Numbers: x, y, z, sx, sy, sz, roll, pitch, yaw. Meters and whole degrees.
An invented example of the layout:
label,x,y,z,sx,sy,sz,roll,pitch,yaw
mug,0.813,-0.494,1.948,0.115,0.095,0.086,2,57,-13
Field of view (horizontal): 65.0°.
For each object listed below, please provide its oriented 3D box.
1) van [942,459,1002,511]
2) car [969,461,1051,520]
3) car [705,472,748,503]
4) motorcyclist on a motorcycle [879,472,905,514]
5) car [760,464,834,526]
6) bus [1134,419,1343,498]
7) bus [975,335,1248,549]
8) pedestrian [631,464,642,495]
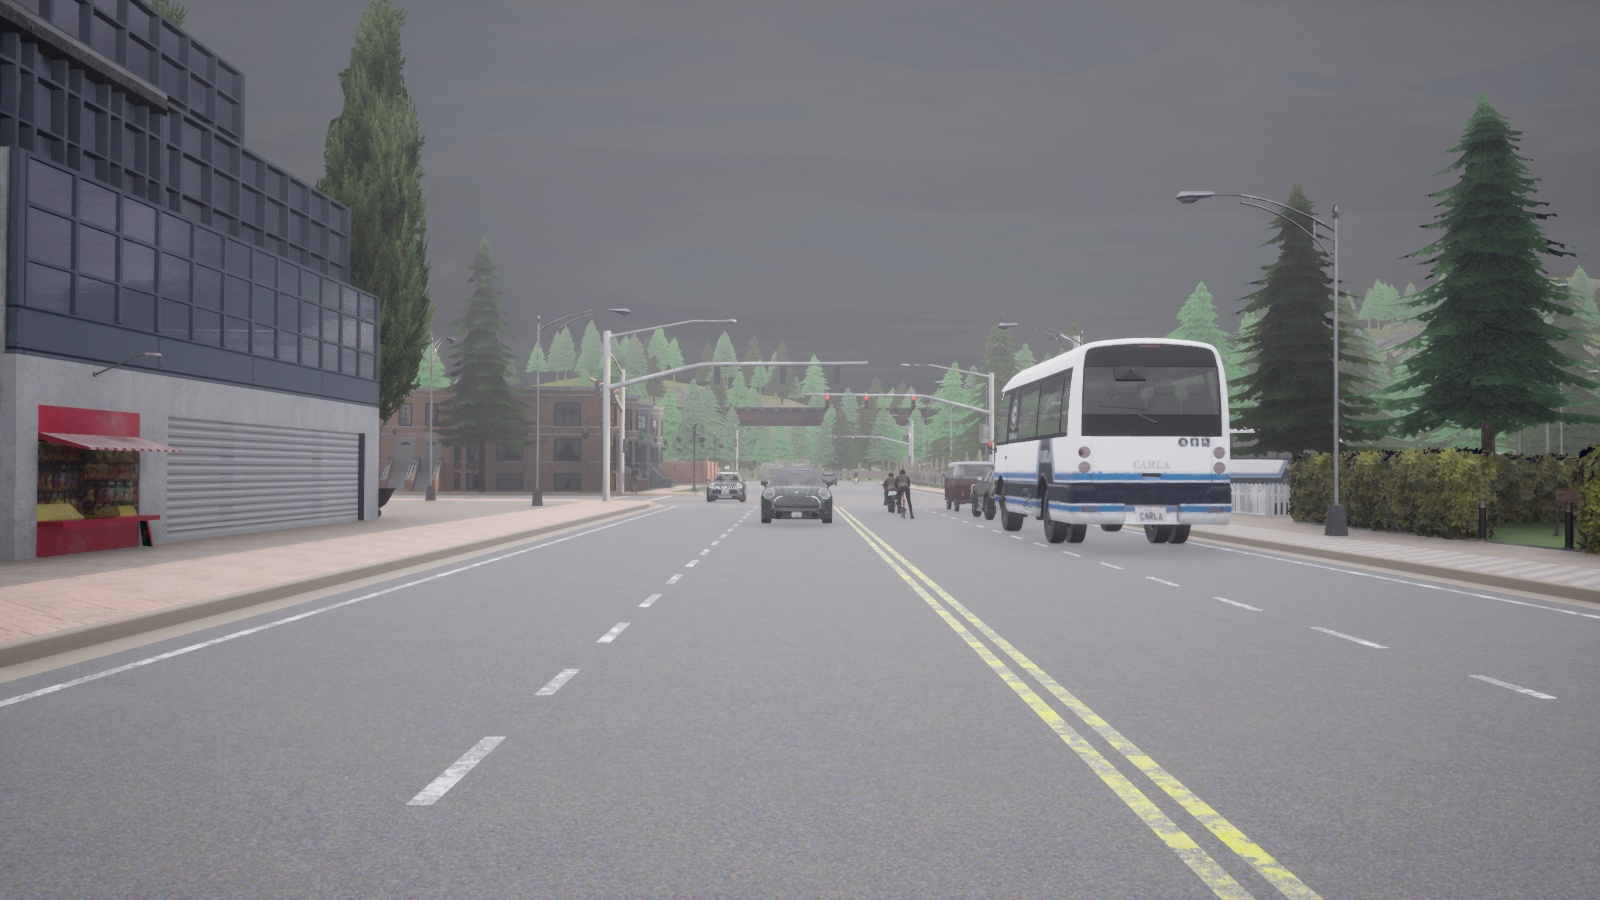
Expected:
label,x,y,z,sx,sy,sz,roll,pitch,yaw
van,6.883,1.387,50.564,1.775,1.987,4.442,0,-1,0
car,6.904,1.302,41.671,1.932,1.855,4.605,0,-1,0
car,-3.644,1.848,62.883,1.970,1.475,3.806,0,-1,0
motorcyclist on a motorcycle,3.394,1.563,46.551,0.797,1.523,2.044,0,-1,0
car,-0.088,1.311,38.053,2.097,1.767,4.553,0,-1,0
bus,24.327,0.516,70.172,10.273,4.253,3.944,0,-1,0
bus,6.925,-0.084,30.178,3.944,4.253,10.273,0,-1,0
pedestrian,-10.021,1.795,76.990,0.402,1.930,0.666,0,-1,14
